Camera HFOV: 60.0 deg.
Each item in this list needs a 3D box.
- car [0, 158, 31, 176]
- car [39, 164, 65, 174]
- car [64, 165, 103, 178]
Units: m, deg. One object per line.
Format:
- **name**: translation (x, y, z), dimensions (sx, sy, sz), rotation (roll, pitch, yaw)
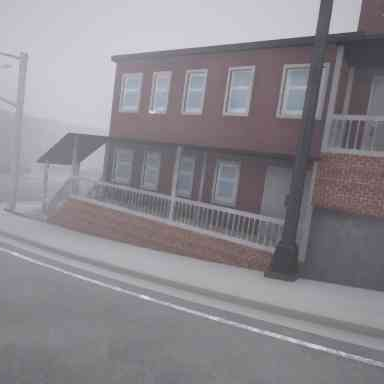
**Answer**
- **car**: translation (-18.574, -2.387, 32.801), dimensions (1.895, 1.301, 4.718), rotation (11, 6, 34)
- **car**: translation (-16.535, -2.944, 41.541), dimensions (1.895, 1.301, 4.718), rotation (11, 7, 35)
- **car**: translation (-12.693, -2.381, 40.965), dimensions (1.895, 1.301, 4.718), rotation (11, 7, 35)
